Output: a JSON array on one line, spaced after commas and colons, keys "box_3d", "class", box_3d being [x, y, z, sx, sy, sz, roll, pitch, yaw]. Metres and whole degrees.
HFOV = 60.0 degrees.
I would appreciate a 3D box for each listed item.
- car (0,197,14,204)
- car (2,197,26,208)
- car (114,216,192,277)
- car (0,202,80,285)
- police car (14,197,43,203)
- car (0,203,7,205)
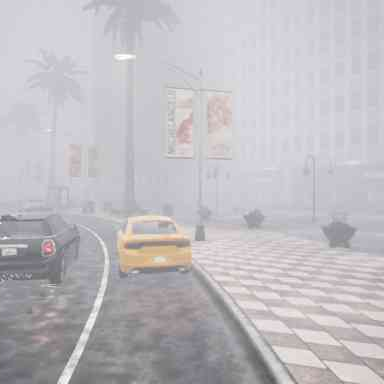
[{"box_3d": [-22.605, 1.508, 39.469, 1.812, 1.442, 4.674, 0, 0, -38], "class": "car"}, {"box_3d": [-25.899, 1.461, 48.418, 2.231, 1.521, 4.892, 0, 0, -39], "class": "car"}, {"box_3d": [-1.364, 1.477, 10.428, 1.882, 1.535, 5.008, 0, 0, -14], "class": "car"}, {"box_3d": [-4.495, 1.350, 9.469, 2.097, 1.767, 4.553, 0, 0, -12], "class": "car"}, {"box_3d": [-12.202, 1.416, 25.759, 1.930, 1.638, 5.238, 0, 0, -34], "class": "police car"}, {"box_3d": [-9.794, 1.470, 14.786, 1.882, 1.535, 5.008, 0, 0, -21], "class": "car"}]
